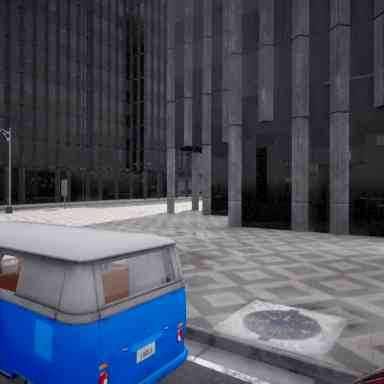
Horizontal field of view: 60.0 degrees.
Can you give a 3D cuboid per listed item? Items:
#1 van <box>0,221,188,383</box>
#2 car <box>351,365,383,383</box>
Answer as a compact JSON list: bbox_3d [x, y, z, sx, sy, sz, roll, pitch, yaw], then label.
[{"bbox_3d":[-1.957,1.341,4.357,3.998,1.788,1.690,0,0,35],"label":"van"},{"bbox_3d":[2.543,1.440,1.153,4.097,1.590,1.967,0,0,35],"label":"car"}]
